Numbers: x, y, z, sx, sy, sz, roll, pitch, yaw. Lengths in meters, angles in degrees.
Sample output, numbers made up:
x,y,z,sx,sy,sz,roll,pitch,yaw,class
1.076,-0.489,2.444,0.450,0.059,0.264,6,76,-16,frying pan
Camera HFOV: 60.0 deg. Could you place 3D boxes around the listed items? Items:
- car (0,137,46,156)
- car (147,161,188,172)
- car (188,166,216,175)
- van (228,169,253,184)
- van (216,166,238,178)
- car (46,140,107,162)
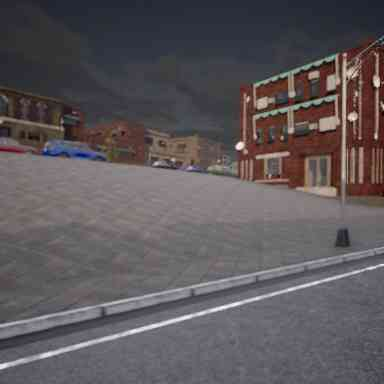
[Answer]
x,y,z,sx,sy,sz,roll,pitch,yaw,class
-14.263,-3.360,25.638,2.185,1.767,4.553,0,-1,45,car
-3.062,-2.724,37.946,2.002,1.452,4.674,0,-2,41,car
0.498,-2.524,42.190,2.002,1.452,4.674,0,-2,40,car
7.466,-2.318,50.971,1.878,1.987,4.442,0,-2,38,van
4.083,-2.562,46.592,1.878,1.987,4.442,0,-2,39,van
-10.391,-3.350,29.700,2.435,2.045,5.566,0,-1,44,car
